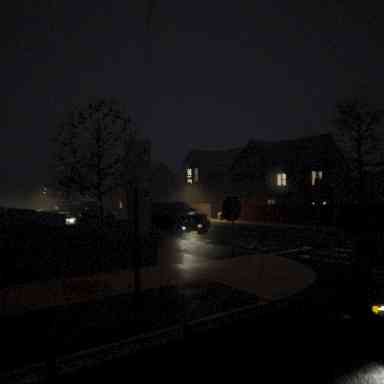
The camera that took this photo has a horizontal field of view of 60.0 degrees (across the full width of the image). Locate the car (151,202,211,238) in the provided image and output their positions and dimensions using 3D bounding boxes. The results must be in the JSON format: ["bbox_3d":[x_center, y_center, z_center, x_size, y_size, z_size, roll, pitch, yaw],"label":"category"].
[{"bbox_3d":[-1.170,1.646,20.979,2.150,2.045,5.566,-1,-1,-35],"label":"car"}]

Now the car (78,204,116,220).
[{"bbox_3d":[-8.975,2.216,31.887,1.882,1.535,5.008,-1,-1,-36],"label":"car"}]

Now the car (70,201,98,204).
[{"bbox_3d":[-13.789,2.213,43.564,2.150,2.045,5.566,-1,-1,-35],"label":"car"}]

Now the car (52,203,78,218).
[{"bbox_3d":[-16.556,2.540,42.558,2.128,1.511,4.902,-1,-1,-35],"label":"car"}]

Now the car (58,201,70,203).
[{"bbox_3d":[-19.982,2.465,52.138,2.150,2.045,5.566,-1,-1,-36],"label":"car"}]

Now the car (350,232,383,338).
[{"bbox_3d":[4.278,1.568,6.709,2.033,1.411,5.357,0,0,22],"label":"car"}]
